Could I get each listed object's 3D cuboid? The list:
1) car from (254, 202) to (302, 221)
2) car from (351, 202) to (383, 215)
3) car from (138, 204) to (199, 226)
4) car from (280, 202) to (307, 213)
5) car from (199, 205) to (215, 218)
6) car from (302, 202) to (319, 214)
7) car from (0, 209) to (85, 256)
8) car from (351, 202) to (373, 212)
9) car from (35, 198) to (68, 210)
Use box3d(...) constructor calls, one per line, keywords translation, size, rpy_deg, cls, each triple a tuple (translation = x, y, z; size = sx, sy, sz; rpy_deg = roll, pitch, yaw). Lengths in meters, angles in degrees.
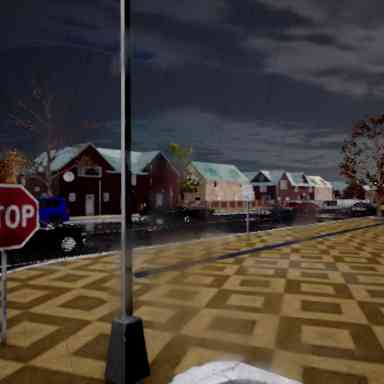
box3d(translation=(8.036, 1.917, 31.700), size=(2.033, 1.411, 5.357), rpy_deg=(-1, -1, 43), cls="car")
box3d(translation=(21.375, 2.105, 41.080), size=(2.033, 1.411, 5.357), rpy_deg=(-1, -1, 43), cls="car")
box3d(translation=(-2.002, 1.764, 26.101), size=(1.837, 1.490, 4.892), rpy_deg=(-1, -1, 43), cls="car")
box3d(translation=(14.791, 2.180, 48.458), size=(1.812, 1.442, 4.674), rpy_deg=(-1, -1, 43), cls="car")
box3d(translation=(0.077, 1.967, 33.030), size=(1.895, 1.301, 4.718), rpy_deg=(-1, -1, 43), cls="car")
box3d(translation=(15.016, 2.058, 44.013), size=(1.882, 1.535, 5.008), rpy_deg=(-1, -1, 44), cls="car")
box3d(translation=(-6.248, 1.550, 11.855), size=(1.837, 1.490, 4.892), rpy_deg=(-1, -1, 43), cls="car")
box3d(translation=(25.967, 2.255, 50.673), size=(1.812, 1.442, 4.674), rpy_deg=(-1, -1, 43), cls="car")
box3d(translation=(-10.795, 1.397, 21.531), size=(2.150, 2.045, 5.566), rpy_deg=(-1, -1, 43), cls="car")
